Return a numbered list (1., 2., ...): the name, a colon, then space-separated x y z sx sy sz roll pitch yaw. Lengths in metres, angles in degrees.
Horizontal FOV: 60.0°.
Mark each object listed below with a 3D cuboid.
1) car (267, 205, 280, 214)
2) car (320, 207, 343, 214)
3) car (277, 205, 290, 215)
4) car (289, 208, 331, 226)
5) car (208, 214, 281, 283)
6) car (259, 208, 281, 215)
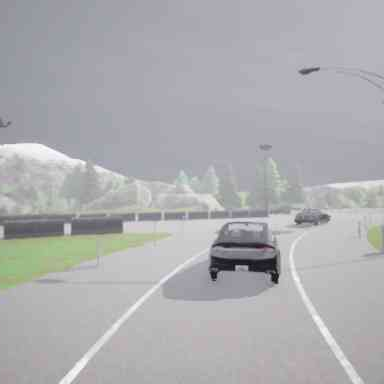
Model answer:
1. car: 19.085 3.868 71.994 5.566 2.045 2.150 1 -3 -27
2. car: 33.192 4.392 79.236 5.357 1.411 2.033 1 -3 -27
3. car: 20.708 3.972 68.882 4.892 1.490 1.837 1 -3 -27
4. car: 11.041 2.271 30.340 2.033 1.411 5.357 -2 -3 38
5. car: 1.684 1.647 10.269 2.128 1.511 4.902 -1 -1 12
6. car: 17.519 4.340 75.110 4.674 1.442 1.812 1 -3 -25
